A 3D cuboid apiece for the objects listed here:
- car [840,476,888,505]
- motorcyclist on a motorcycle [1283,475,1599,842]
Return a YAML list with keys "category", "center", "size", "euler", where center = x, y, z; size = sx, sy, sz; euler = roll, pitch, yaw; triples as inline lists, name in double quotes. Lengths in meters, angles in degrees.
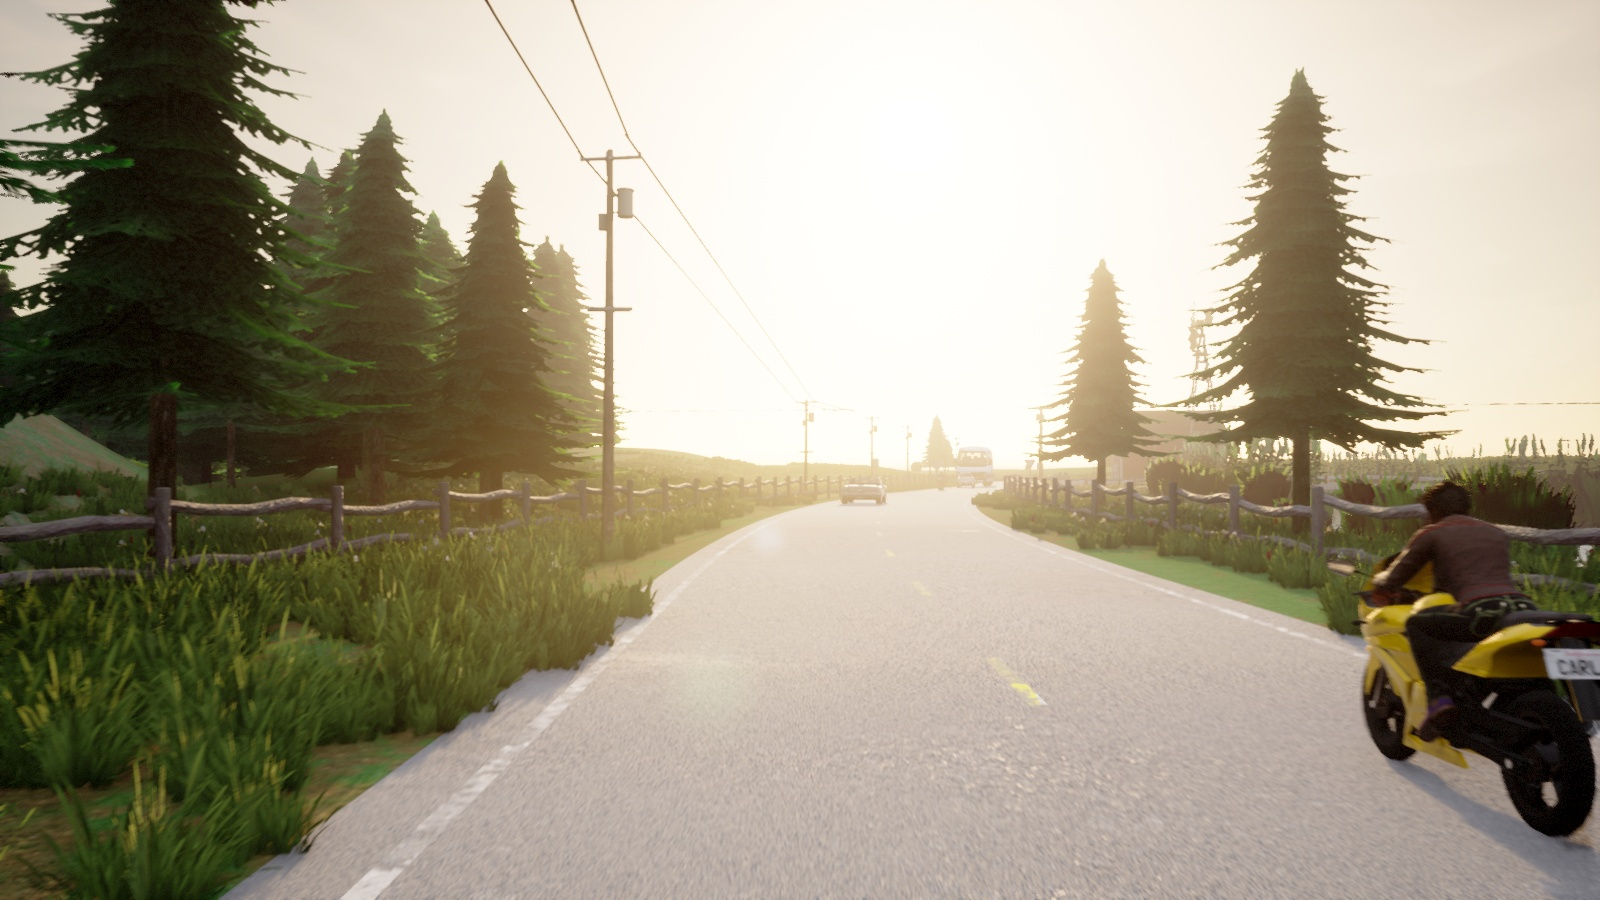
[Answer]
- category: "car"
  center: [3.110, 1.914, 60.432]
  size: [1.895, 1.301, 4.718]
  euler: [0, -1, 8]
- category: "motorcyclist on a motorcycle"
  center: [3.203, 0.889, 6.264]
  size: [0.797, 1.523, 2.044]
  euler: [0, -1, 0]
